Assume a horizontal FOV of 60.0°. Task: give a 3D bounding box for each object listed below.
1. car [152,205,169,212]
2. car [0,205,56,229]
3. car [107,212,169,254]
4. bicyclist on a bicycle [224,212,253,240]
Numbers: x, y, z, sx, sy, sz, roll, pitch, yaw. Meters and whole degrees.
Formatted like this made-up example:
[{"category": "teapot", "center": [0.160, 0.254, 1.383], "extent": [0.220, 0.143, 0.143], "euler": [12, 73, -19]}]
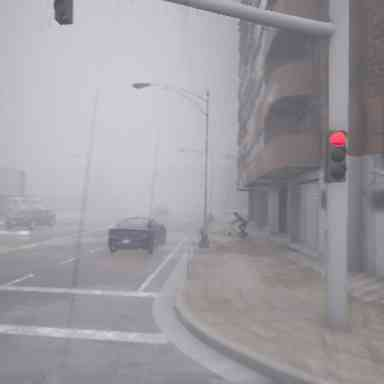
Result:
[{"category": "car", "center": [-4.781, 2.751, 50.146], "extent": [2.097, 1.767, 4.553], "euler": [2, -2, -12]}, {"category": "car", "center": [-12.362, 2.009, 25.754], "extent": [1.837, 1.490, 4.892], "euler": [1, -2, 5]}, {"category": "car", "center": [-2.438, 1.908, 15.758], "extent": [1.882, 1.535, 5.008], "euler": [1, -2, 5]}, {"category": "bicyclist on a bicycle", "center": [2.638, 1.943, 18.962], "extent": [1.656, 1.620, 0.582], "euler": [1, -2, 4]}]
